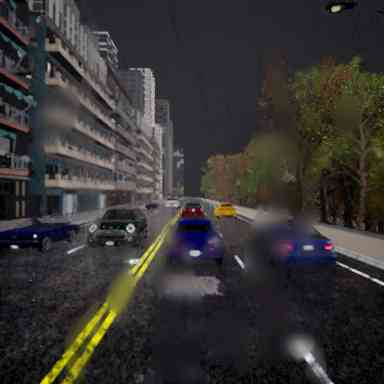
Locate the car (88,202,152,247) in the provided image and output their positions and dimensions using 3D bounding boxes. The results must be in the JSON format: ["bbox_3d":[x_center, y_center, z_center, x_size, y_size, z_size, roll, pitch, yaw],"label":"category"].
[{"bbox_3d":[-3.348,1.528,15.796,2.097,1.767,4.553,0,-1,0],"label":"car"}]

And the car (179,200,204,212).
[{"bbox_3d":[0.105,1.711,32.064,2.097,1.767,4.553,0,-1,0],"label":"car"}]

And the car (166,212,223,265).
[{"bbox_3d":[0.096,1.661,12.108,1.812,1.442,4.674,0,-1,0],"label":"car"}]

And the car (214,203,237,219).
[{"bbox_3d":[3.355,1.856,33.841,1.882,1.535,5.008,0,-1,0],"label":"car"}]

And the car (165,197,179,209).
[{"bbox_3d":[-3.294,1.861,56.627,2.150,2.045,5.566,0,-1,1],"label":"car"}]

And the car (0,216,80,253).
[{"bbox_3d":[-6.598,1.763,14.601,1.895,1.301,4.718,0,-1,0],"label":"car"}]

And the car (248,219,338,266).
[{"bbox_3d":[3.352,1.683,12.084,2.033,1.411,5.357,0,-1,0],"label":"car"}]

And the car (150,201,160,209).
[{"bbox_3d":[-6.546,2.232,55.875,1.895,1.301,4.718,0,-1,1],"label":"car"}]
